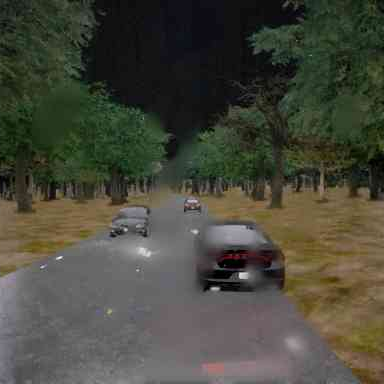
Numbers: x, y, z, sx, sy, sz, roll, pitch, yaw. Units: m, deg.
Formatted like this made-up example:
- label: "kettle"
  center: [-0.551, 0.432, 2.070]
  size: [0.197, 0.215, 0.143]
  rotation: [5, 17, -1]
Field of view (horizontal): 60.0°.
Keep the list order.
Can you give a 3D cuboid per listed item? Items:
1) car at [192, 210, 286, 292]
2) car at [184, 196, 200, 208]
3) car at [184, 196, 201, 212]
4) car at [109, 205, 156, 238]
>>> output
- label: "car"
  center: [1.036, 1.477, 8.956]
  size: [1.882, 1.535, 5.008]
  rotation: [0, 0, 0]
- label: "car"
  center: [-0.029, 1.368, 47.170]
  size: [2.128, 1.511, 4.902]
  rotation: [0, 0, 0]
- label: "car"
  center: [0.047, 1.453, 37.048]
  size: [1.812, 1.442, 4.674]
  rotation: [0, 0, 0]
- label: "car"
  center: [-3.028, 1.494, 17.662]
  size: [1.837, 1.490, 4.892]
  rotation: [0, 0, 0]
